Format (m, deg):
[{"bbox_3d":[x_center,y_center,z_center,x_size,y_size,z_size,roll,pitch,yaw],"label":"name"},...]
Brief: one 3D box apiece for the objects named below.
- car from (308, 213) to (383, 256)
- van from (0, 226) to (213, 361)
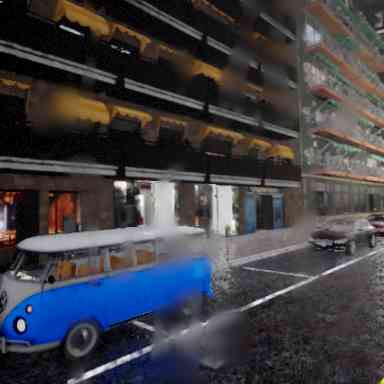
[{"bbox_3d":[6.586,1.822,14.395,2.008,1.369,4.403,-2,-1,44],"label":"car"},{"bbox_3d":[-1.363,1.608,6.228,1.690,1.788,3.998,-2,-2,44],"label":"van"}]
